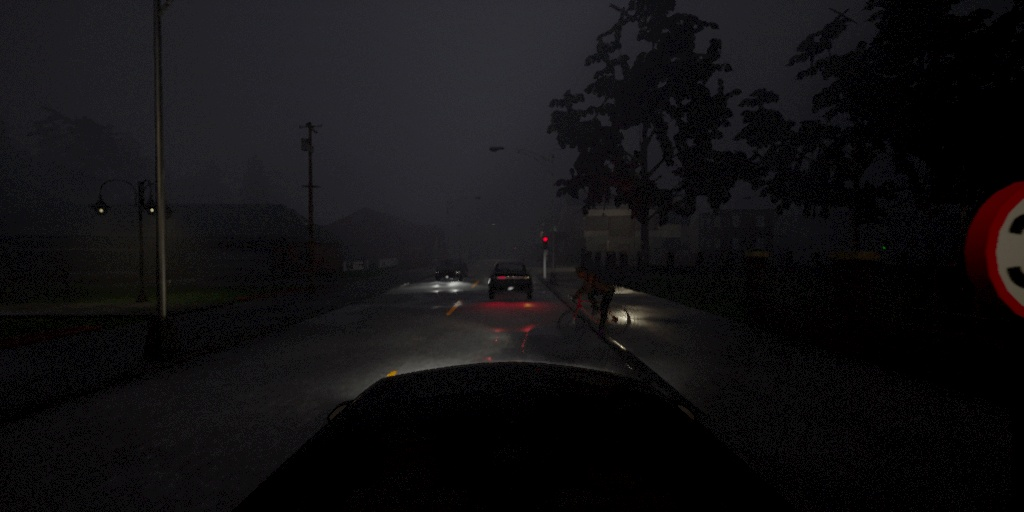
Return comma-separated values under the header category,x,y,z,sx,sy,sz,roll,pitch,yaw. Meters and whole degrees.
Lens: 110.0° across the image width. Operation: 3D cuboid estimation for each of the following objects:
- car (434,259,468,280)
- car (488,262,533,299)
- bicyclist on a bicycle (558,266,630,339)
category,x,y,z,sx,sy,sz,roll,pitch,yaw
car,-4.270,0.939,26.051,2.033,1.411,5.357,0,1,-1
car,-0.070,1.020,16.342,2.128,1.511,4.902,0,1,0
bicyclist on a bicycle,1.810,1.037,8.120,1.656,1.620,0.582,-6,1,-1
